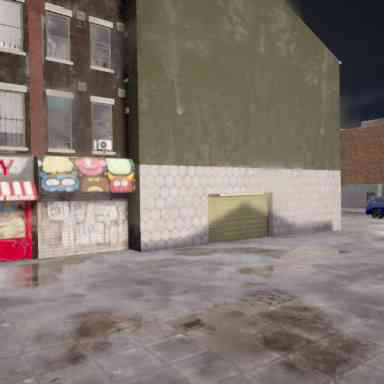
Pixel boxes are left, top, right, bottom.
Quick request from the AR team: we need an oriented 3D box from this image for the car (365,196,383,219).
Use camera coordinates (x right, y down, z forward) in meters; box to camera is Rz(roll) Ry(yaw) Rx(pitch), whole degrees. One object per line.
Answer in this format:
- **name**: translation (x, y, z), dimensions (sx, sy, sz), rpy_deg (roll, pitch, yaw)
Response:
- **car**: translation (17.589, 1.335, 27.907), dimensions (2.150, 2.045, 5.566), rpy_deg (-1, 0, -35)
